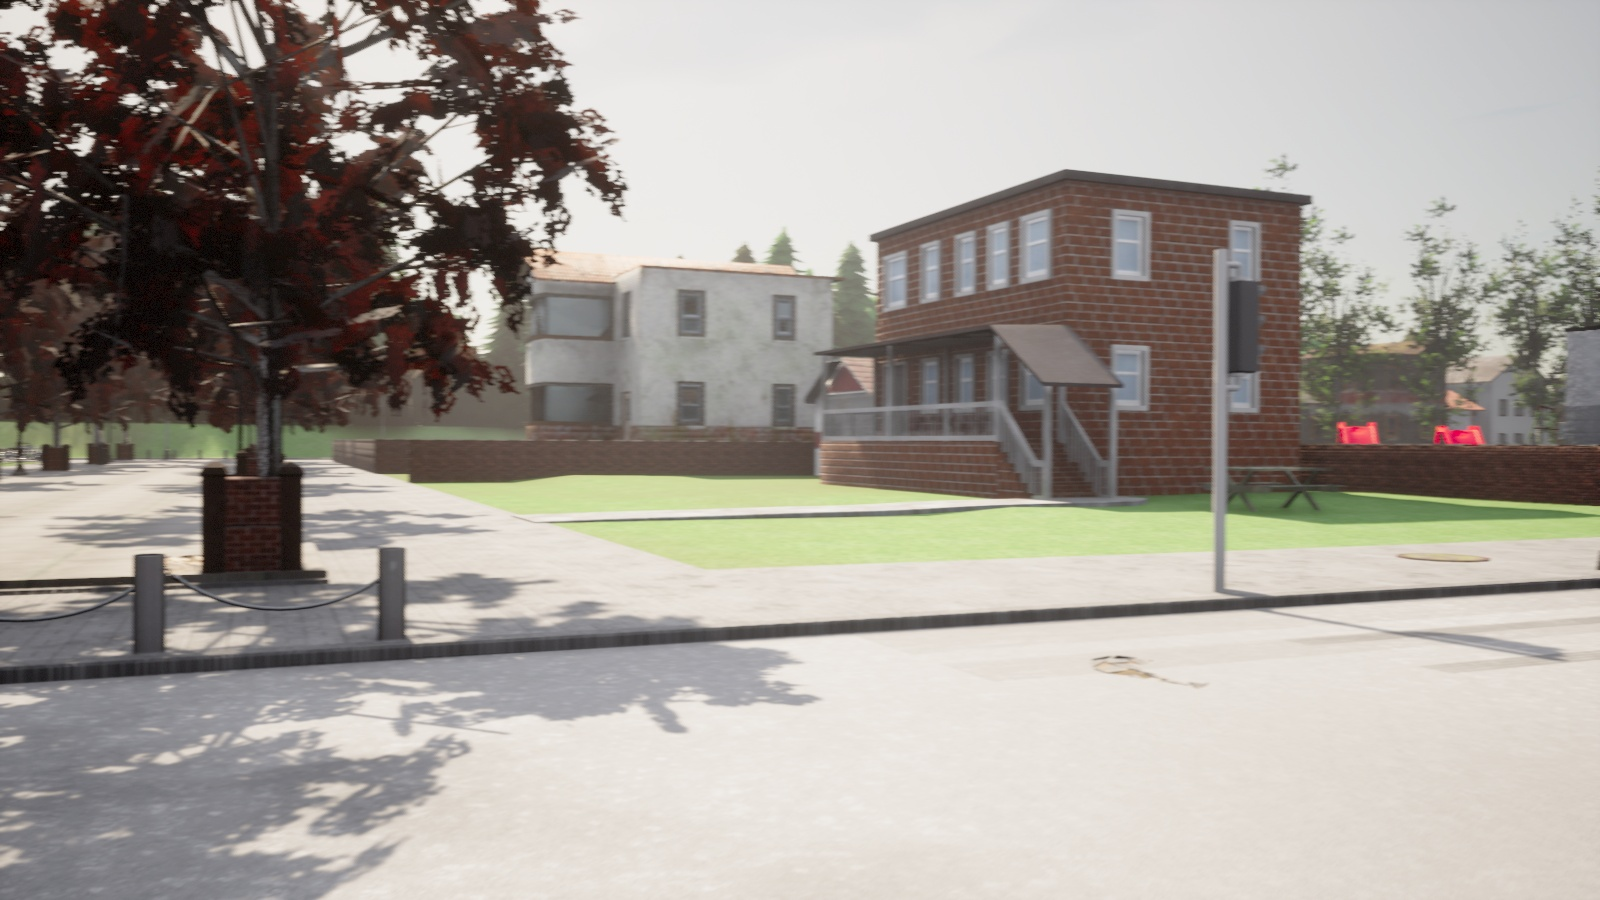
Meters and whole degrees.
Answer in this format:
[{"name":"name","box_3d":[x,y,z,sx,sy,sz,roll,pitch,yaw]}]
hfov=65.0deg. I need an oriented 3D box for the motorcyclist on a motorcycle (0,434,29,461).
[{"name":"motorcyclist on a motorcycle","box_3d":[-50.354,-0.162,79.636,2.350,1.649,0.766,0,0,-24]}]
